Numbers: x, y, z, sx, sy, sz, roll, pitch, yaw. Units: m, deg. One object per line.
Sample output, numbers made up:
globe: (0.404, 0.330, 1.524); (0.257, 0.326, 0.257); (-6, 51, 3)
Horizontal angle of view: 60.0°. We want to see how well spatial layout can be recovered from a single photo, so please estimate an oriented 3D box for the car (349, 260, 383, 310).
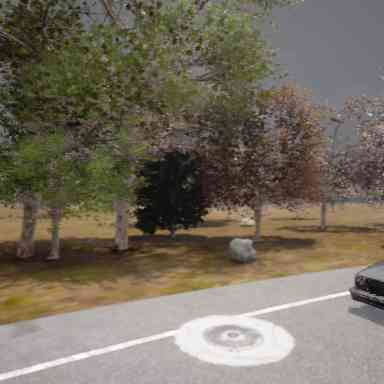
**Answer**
car: (5.693, 1.587, 6.765); (5.357, 1.411, 2.033); (0, -1, -27)
